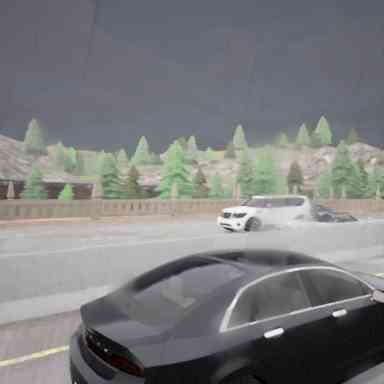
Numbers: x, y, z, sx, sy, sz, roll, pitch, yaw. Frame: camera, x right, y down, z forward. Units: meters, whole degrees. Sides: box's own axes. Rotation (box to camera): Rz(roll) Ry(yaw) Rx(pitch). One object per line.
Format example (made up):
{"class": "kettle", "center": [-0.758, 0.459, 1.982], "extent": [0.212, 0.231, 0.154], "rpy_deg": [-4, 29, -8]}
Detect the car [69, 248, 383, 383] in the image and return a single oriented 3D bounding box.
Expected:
{"class": "car", "center": [1.047, 1.493, 4.219], "extent": [4.892, 1.490, 1.837], "rpy_deg": [0, 0, -33]}

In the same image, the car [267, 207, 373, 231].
{"class": "car", "center": [6.088, 1.578, 15.438], "extent": [4.718, 1.301, 1.895], "rpy_deg": [0, 0, -26]}

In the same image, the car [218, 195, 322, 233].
{"class": "car", "center": [4.171, 1.189, 18.388], "extent": [5.566, 2.045, 2.150], "rpy_deg": [0, 0, -27]}

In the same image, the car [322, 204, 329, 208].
{"class": "car", "center": [7.936, 1.464, 23.991], "extent": [4.902, 1.511, 2.128], "rpy_deg": [0, 0, -23]}
